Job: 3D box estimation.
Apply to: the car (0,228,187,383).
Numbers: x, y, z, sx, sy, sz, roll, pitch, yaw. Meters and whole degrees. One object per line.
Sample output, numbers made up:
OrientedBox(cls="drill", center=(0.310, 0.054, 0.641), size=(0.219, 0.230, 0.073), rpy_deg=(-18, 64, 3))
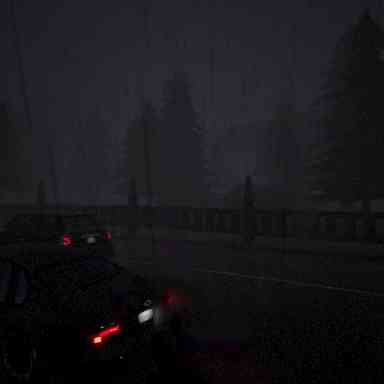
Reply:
OrientedBox(cls="car", center=(-2.739, 1.553, 5.274), size=(5.357, 1.411, 2.033), rpy_deg=(0, 0, 30))

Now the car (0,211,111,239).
OrientedBox(cls="car", center=(-4.662, 1.362, 10.227), size=(4.553, 1.767, 2.097), rpy_deg=(0, 0, 28))
